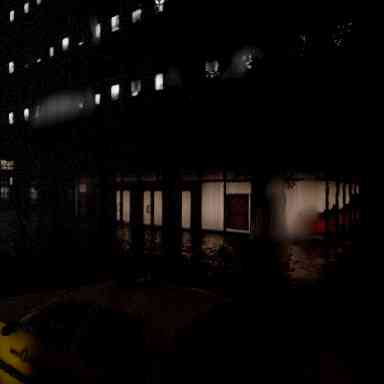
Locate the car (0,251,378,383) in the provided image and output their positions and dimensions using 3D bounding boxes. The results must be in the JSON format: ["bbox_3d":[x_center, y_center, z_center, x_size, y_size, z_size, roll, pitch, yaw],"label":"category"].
[{"bbox_3d":[-0.760,1.492,3.433,4.829,1.417,1.752,1,0,36],"label":"car"}]
